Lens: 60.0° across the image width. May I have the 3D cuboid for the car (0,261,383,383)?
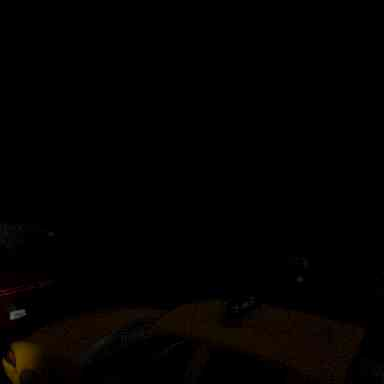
[{"bbox_3d":[0.183,1.540,2.829,4.829,1.417,1.752,-1,0,35],"label":"car"}]

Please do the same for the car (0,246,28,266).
[{"bbox_3d":[-4.271,1.616,6.004,4.507,1.381,1.887,-1,0,35],"label":"car"}]
